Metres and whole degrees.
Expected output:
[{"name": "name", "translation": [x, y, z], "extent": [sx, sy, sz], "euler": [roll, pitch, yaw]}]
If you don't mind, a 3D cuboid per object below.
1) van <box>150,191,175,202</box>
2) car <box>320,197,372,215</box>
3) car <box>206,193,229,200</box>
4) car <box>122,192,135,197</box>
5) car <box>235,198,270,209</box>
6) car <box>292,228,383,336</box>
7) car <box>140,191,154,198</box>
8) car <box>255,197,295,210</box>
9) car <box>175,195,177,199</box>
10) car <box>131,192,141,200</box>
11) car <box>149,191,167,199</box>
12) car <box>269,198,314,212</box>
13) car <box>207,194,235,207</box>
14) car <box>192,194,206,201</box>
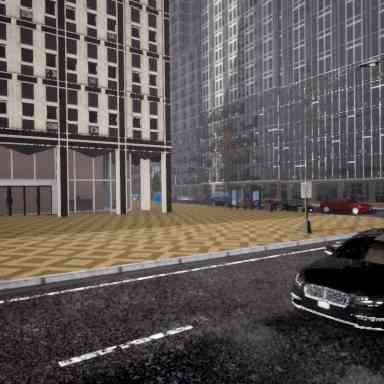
[{"name": "van", "translation": [-5.218, 0.937, 58.681], "extent": [1.690, 1.788, 3.998], "euler": [0, 1, -34]}, {"name": "car", "translation": [15.299, 1.330, 33.255], "extent": [1.882, 1.535, 5.008], "euler": [-1, 1, -34]}, {"name": "car", "translation": [4.439, 1.241, 49.153], "extent": [1.994, 1.385, 4.181], "euler": [-1, 1, -34]}, {"name": "car", "translation": [-17.558, 0.688, 91.558], "extent": [2.008, 1.369, 4.403], "euler": [0, 1, -34]}, {"name": "car", "translation": [7.526, 1.388, 39.860], "extent": [1.802, 1.307, 4.206], "euler": [0, 1, -34]}, {"name": "car", "translation": [4.010, 1.503, 6.521], "extent": [4.892, 1.490, 1.837], "euler": [1, 0, -35]}, {"name": "car", "translation": [-11.140, 0.686, 82.175], "extent": [1.967, 1.590, 4.097], "euler": [0, 1, -34]}, {"name": "car", "translation": [10.082, 1.369, 40.900], "extent": [1.895, 1.301, 4.718], "euler": [-1, 1, -34]}, {"name": "car", "translation": [-4.721, 0.936, 72.796], "extent": [1.802, 1.307, 4.206], "euler": [0, 1, -34]}, {"name": "car", "translation": [-11.637, 1.039, 68.065], "extent": [2.008, 1.369, 4.403], "euler": [0, 1, -34]}, {"name": "car", "translation": [-7.930, 0.615, 77.483], "extent": [2.192, 1.841, 5.009], "euler": [0, 1, -34]}, {"name": "car", "translation": [10.721, 1.424, 35.157], "extent": [1.947, 1.339, 4.313], "euler": [0, 1, -34]}, {"name": "car", "translation": [4.365, 1.319, 44.583], "extent": [1.947, 1.339, 4.313], "euler": [0, 1, -34]}, {"name": "car", "translation": [1.698, 1.043, 63.414], "extent": [1.802, 1.307, 4.206], "euler": [0, 1, -34]}]
